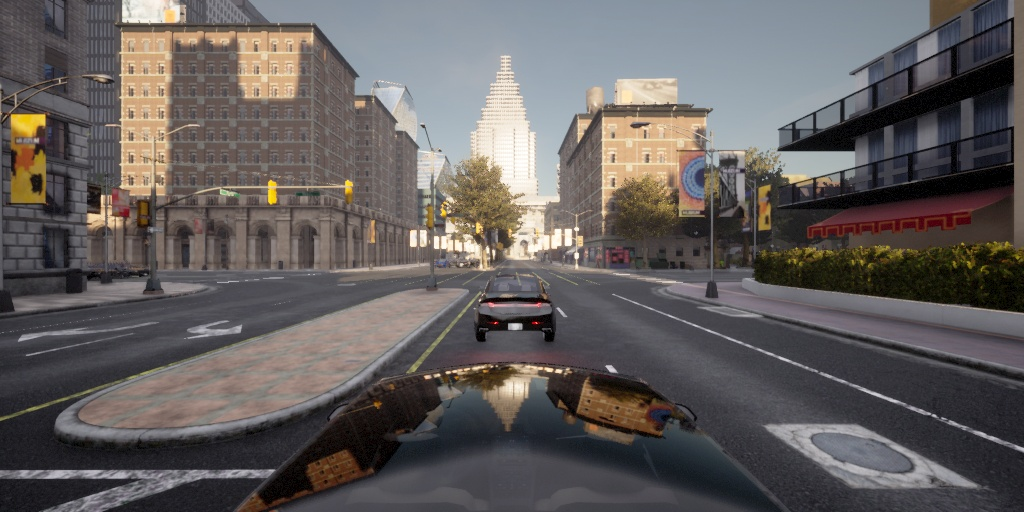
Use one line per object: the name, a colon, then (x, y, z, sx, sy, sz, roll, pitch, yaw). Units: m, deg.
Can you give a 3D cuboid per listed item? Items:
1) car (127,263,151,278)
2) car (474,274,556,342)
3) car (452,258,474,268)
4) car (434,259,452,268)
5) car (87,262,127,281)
car: (-36.104, 1.297, 32.725, 5.357, 1.411, 2.033, 0, 0, 0)
car: (0.081, 1.241, 9.806, 2.128, 1.511, 4.902, 0, 0, 0)
car: (-8.045, 1.241, 59.624, 2.128, 1.511, 4.902, 0, 0, 0)
car: (-11.541, 1.227, 60.040, 1.882, 1.535, 5.008, 0, 0, 0)
car: (-35.393, 1.297, 29.228, 5.357, 1.411, 2.033, 0, 0, 0)
